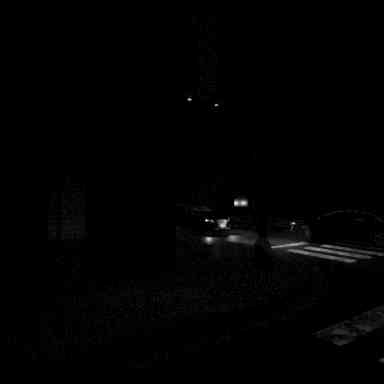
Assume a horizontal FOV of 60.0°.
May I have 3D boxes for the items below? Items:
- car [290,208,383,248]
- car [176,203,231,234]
[{"bbox_3d":[6.819,1.462,14.692,4.902,1.511,2.128,0,1,38],"label":"car"},{"bbox_3d":[0.091,1.406,18.639,2.128,1.511,4.902,0,0,-37],"label":"car"}]
